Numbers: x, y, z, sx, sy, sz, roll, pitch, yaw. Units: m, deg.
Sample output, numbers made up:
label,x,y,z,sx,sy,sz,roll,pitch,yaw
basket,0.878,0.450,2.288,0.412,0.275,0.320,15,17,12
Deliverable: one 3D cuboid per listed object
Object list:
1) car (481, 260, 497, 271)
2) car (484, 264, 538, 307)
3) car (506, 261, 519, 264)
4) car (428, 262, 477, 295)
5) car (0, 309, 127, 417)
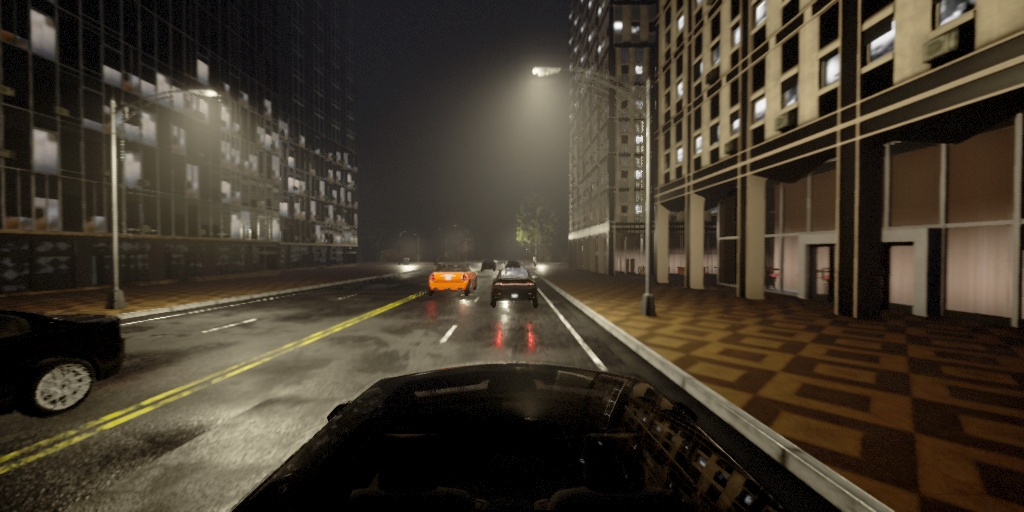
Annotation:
label,x,y,z,sx,sy,sz,roll,pitch,yaw
car,-3.167,1.270,49.512,1.882,1.535,5.008,0,0,0
car,0.096,1.258,15.610,2.128,1.511,4.902,0,0,0
car,0.086,1.294,42.936,1.837,1.490,4.892,0,0,0
car,-3.157,1.122,19.870,2.097,1.767,4.553,0,0,0
car,-6.601,1.229,3.108,1.882,1.535,5.008,0,0,0
